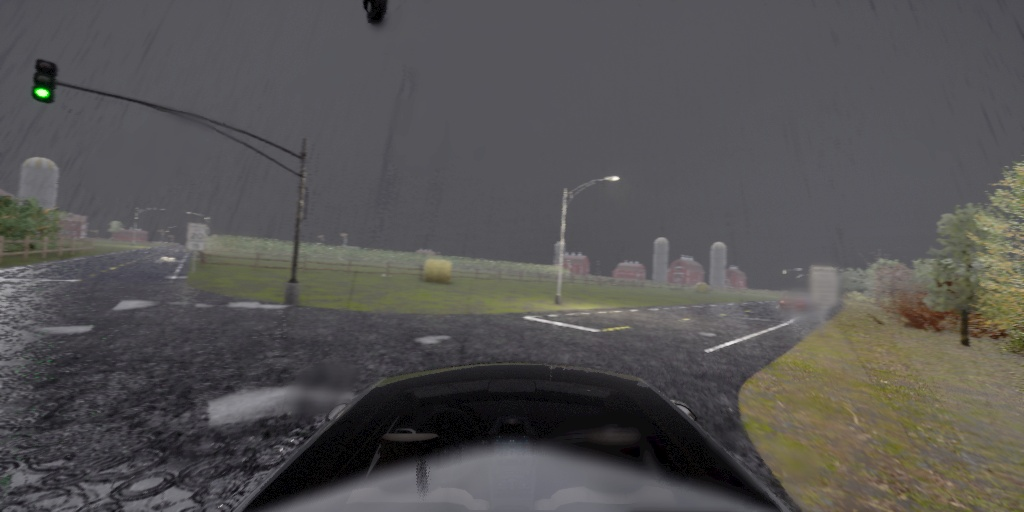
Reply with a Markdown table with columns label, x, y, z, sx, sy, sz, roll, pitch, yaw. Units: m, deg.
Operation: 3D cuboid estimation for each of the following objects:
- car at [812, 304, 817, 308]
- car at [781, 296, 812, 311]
| label | x | y | z | sx | sy | sz | roll | pitch | yaw |
| --- | --- | --- | --- | --- | --- | --- | --- | --- | --- |
| car | 36.233 | 5.610 | 44.211 | 1.812 | 1.442 | 4.674 | 2 | -3 | 44 |
| car | 29.160 | 4.869 | 36.872 | 1.895 | 1.301 | 4.718 | 2 | -4 | 44 |
